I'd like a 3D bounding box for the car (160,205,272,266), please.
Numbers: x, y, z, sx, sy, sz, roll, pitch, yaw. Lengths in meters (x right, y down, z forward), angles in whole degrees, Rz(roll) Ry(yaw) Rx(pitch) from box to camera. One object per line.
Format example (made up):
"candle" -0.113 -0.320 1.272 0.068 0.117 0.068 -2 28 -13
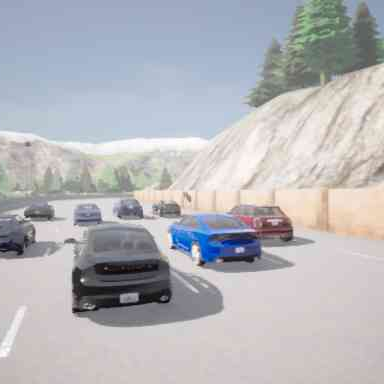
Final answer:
"car" 0.521 1.459 11.646 1.882 1.535 5.008 0 0 -19

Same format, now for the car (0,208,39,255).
"car" -7.369 1.544 12.965 1.994 1.385 4.181 0 0 -20

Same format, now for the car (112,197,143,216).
"car" -5.677 1.306 29.011 2.097 1.767 4.553 0 0 -19

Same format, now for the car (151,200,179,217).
"car" -2.472 1.443 30.445 2.128 1.511 4.902 0 0 -20

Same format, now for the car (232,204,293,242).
"car" 2.743 1.327 15.865 2.097 1.767 4.553 0 0 -20

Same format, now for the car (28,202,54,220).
"car" -12.558 1.522 27.473 1.994 1.385 4.181 0 0 -20

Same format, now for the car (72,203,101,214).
"car" -7.436 1.511 23.484 2.033 1.411 5.357 0 0 -19

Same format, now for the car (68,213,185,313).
"car" -1.833 1.493 7.780 1.837 1.490 4.892 0 0 -19
